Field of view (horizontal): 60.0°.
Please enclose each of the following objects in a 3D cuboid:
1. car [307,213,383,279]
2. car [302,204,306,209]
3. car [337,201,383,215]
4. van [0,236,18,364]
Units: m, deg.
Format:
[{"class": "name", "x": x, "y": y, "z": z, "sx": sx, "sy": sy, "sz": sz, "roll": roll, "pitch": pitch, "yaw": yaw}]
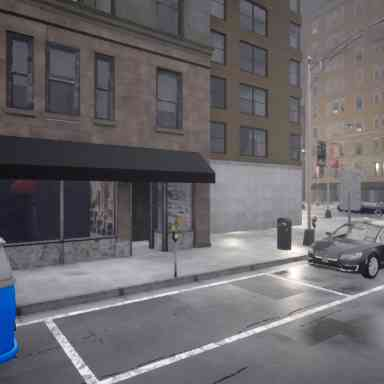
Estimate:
[{"class": "car", "x": 5.252, "y": 1.551, "z": 9.951, "sx": 4.403, "sy": 1.369, "sz": 2.008, "roll": 0, "pitch": 0, "yaw": -36}, {"class": "car", "x": 10.514, "y": 1.432, "z": 38.895, "sx": 2.033, "sy": 1.411, "sz": 5.357, "roll": 0, "pitch": 0, "yaw": -36}, {"class": "car", "x": 16.193, "y": 1.531, "z": 31.028, "sx": 1.895, "sy": 1.301, "sz": 4.718, "roll": 0, "pitch": 0, "yaw": -36}, {"class": "van", "x": -3.958, "y": 1.341, "z": 3.364, "sx": 3.998, "sy": 1.788, "sz": 1.690, "roll": 0, "pitch": 0, "yaw": -36}]
